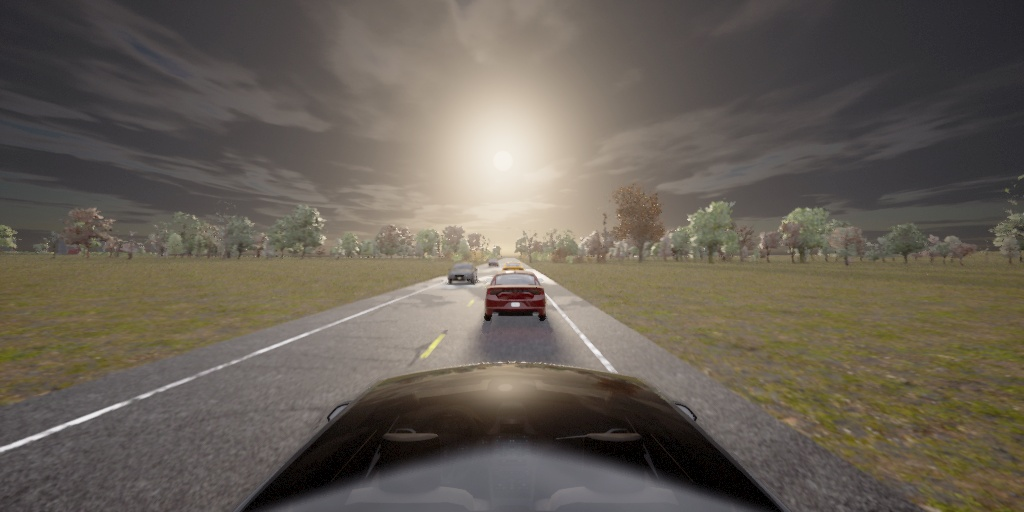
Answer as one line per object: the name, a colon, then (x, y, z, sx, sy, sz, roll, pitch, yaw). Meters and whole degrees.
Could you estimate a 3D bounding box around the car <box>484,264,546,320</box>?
car: (0.103, 1.232, 12.677, 1.882, 1.535, 5.008, 0, 0, 0)

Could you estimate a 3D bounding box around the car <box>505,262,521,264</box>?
car: (0.108, 1.238, 31.069, 1.882, 1.535, 5.008, 0, 0, 0)

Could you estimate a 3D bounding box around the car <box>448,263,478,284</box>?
car: (-3.591, 1.264, 26.910, 1.837, 1.490, 4.892, 0, 0, 0)
